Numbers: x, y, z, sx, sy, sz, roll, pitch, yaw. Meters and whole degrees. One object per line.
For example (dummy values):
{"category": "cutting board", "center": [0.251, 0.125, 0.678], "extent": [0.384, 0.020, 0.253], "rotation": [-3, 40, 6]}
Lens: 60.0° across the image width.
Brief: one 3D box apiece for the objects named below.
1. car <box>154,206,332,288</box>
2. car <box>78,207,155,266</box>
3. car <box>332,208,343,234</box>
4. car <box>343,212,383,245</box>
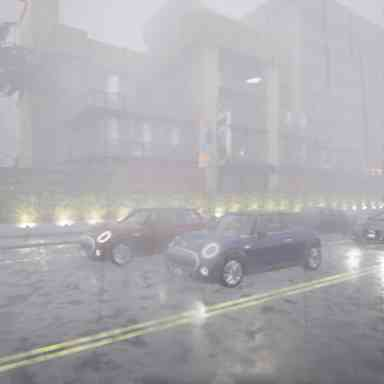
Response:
{"category": "car", "center": [1.527, 1.321, 9.258], "extent": [4.553, 1.767, 2.097], "rotation": [0, 0, -34]}
{"category": "car", "center": [-1.469, 1.309, 11.449], "extent": [4.553, 1.767, 2.097], "rotation": [0, 0, -34]}
{"category": "car", "center": [6.346, 1.497, 16.806], "extent": [5.357, 1.411, 2.033], "rotation": [0, 0, -34]}
{"category": "car", "center": [8.655, 1.526, 14.142], "extent": [4.181, 1.385, 1.994], "rotation": [0, 0, -34]}
